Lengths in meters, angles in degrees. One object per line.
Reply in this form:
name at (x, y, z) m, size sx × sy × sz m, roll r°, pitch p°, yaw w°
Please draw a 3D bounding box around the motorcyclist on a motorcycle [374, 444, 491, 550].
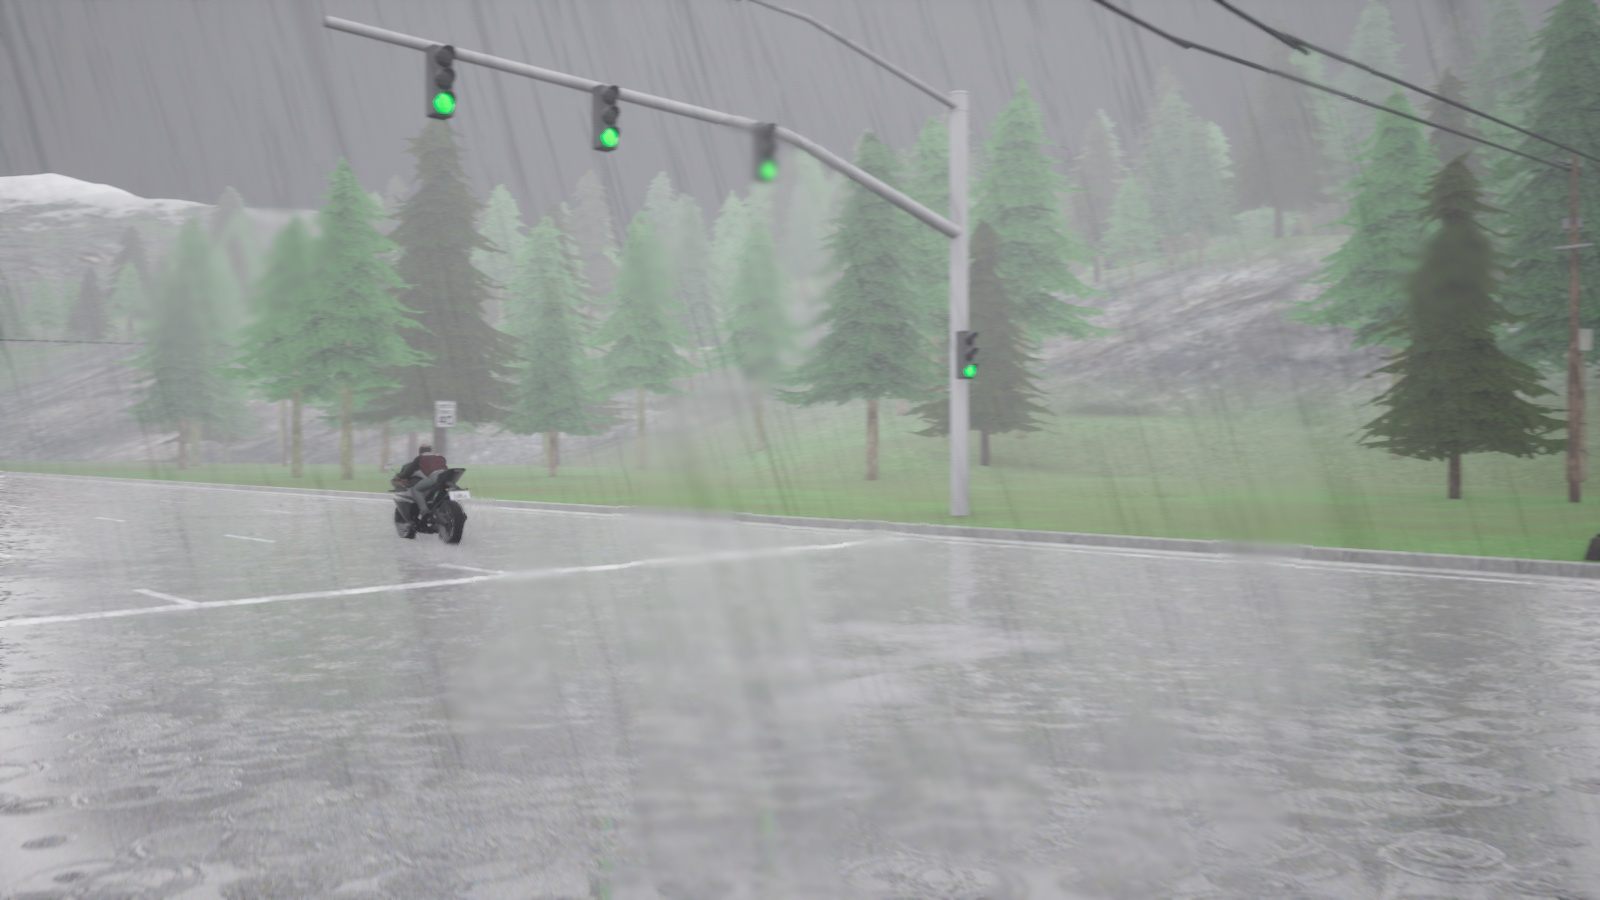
motorcyclist on a motorcycle at (-5.672, 0.682, 19.294) m, size 0.866 × 1.530 × 2.191 m, roll -1°, pitch 1°, yaw -41°
